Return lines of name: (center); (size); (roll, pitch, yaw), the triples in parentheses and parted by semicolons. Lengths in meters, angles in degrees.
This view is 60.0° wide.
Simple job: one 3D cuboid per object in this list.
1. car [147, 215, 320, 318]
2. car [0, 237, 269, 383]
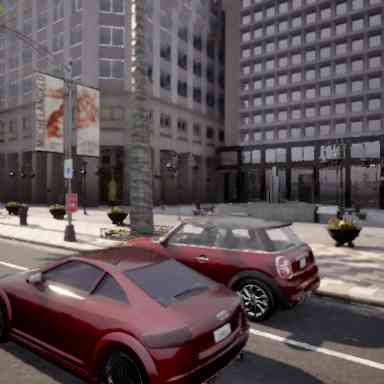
car: (0.333, 1.326, 7.438); (4.553, 1.767, 2.185); (0, 0, 36)
car: (-1.281, 1.537, 4.910); (4.181, 1.385, 1.994); (0, 0, 36)
